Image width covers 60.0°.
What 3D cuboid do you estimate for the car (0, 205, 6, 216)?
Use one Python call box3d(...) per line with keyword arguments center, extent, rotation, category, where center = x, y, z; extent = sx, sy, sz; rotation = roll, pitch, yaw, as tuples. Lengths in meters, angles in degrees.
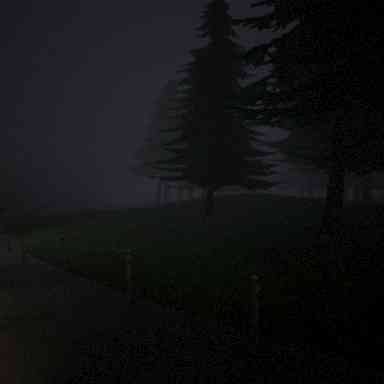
box3d(center=(-21.391, 1.707, 35.085), extent=(2.097, 1.767, 4.553), rotation=(3, -2, -10), category="car")
